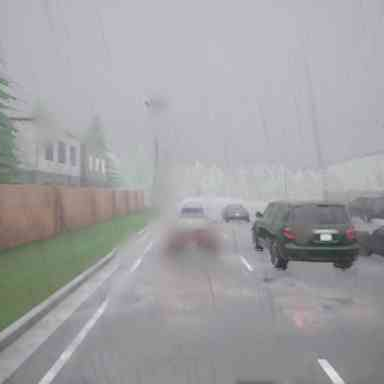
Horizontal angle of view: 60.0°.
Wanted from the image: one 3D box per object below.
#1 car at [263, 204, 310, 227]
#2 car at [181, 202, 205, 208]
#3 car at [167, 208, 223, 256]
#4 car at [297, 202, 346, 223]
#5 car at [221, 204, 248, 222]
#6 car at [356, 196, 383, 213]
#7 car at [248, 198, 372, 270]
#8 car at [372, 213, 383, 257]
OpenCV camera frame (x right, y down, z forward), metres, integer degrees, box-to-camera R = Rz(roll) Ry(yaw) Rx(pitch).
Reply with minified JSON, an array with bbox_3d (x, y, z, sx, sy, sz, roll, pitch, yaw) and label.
[{"bbox_3d":[7.018,1.669,25.348,2.033,1.411,5.357,0,0,0],"label":"car"},{"bbox_3d":[0.051,1.615,28.719,1.882,1.535,5.008,0,0,0],"label":"car"},{"bbox_3d":[0.048,1.589,13.219,1.812,1.442,4.674,0,0,1],"label":"car"},{"bbox_3d":[10.540,1.623,27.531,2.128,1.511,4.902,0,0,1],"label":"car"},{"bbox_3d":[3.542,1.697,27.661,1.994,1.385,4.181,0,0,1],"label":"car"},{"bbox_3d":[14.028,1.349,26.401,2.150,2.045,5.566,0,0,0],"label":"car"},{"bbox_3d":[3.528,1.278,11.382,2.150,2.045,5.566,0,0,0],"label":"car"},{"bbox_3d":[7.019,1.597,10.347,2.033,1.411,5.357,0,0,0],"label":"car"}]
